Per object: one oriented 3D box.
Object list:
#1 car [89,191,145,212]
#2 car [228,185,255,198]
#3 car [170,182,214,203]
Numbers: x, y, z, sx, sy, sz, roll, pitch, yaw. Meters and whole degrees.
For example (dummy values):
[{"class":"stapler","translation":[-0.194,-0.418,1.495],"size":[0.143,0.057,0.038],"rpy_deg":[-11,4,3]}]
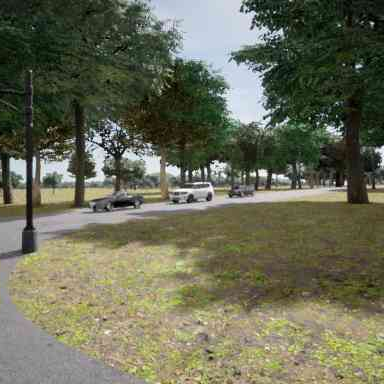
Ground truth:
[{"class":"car","translation":[-6.012,0.700,26.831],"size":[2.128,1.511,4.902],"rpy_deg":[-1,2,37]},{"class":"car","translation":[6.456,-0.080,42.988],"size":[1.837,1.490,4.892],"rpy_deg":[-1,2,38]},{"class":"car","translation":[0.111,0.034,34.777],"size":[2.150,2.045,5.566],"rpy_deg":[-1,2,38]}]
